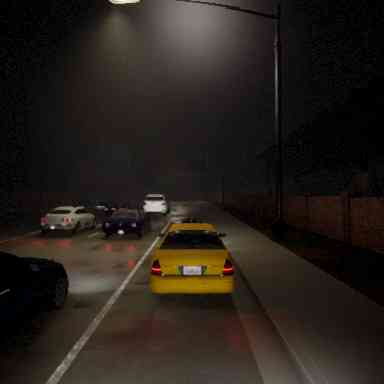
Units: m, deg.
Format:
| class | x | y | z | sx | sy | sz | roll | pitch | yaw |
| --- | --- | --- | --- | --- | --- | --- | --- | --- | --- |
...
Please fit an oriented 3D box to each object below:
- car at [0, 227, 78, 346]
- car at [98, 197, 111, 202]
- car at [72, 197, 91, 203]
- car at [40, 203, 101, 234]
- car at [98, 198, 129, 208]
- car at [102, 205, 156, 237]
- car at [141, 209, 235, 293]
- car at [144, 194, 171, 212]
| class | x | y | z | sx | sy | sz | roll | pitch | yaw |
| --- | --- | --- | --- | --- | --- | --- | --- | --- | --- |
| car | -3.395 | 1.527 | 4.765 | 1.812 | 1.442 | 4.674 | 0 | 0 | 0 |
| car | -13.923 | 1.571 | 54.628 | 2.033 | 1.411 | 5.357 | 0 | 0 | 1 |
| car | -17.442 | 1.514 | 52.521 | 2.128 | 1.511 | 4.902 | 0 | 0 | 0 |
| car | -6.851 | 1.534 | 18.723 | 1.812 | 1.442 | 4.674 | 0 | 0 | 0 |
| car | -6.871 | 1.561 | 31.504 | 2.033 | 1.411 | 5.357 | 0 | 0 | 0 |
| car | -3.356 | 1.609 | 18.057 | 1.895 | 1.301 | 4.718 | 0 | 0 | 0 |
| car | 0.004 | 1.461 | 8.842 | 1.801 | 1.575 | 5.366 | 0 | 0 | 0 |
| car | -3.361 | 1.237 | 32.536 | 2.150 | 2.045 | 5.566 | 0 | 0 | 0 |
